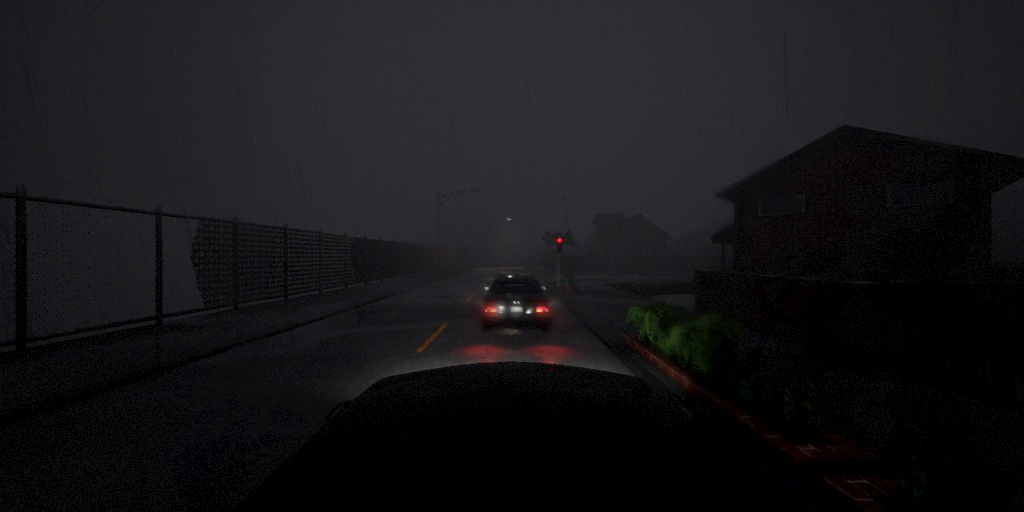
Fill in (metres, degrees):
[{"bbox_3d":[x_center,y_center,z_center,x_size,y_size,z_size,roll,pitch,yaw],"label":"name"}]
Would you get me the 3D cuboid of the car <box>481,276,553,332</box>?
[{"bbox_3d":[0.118,1.297,10.852,2.033,1.411,5.357,0,0,0],"label":"car"}]
